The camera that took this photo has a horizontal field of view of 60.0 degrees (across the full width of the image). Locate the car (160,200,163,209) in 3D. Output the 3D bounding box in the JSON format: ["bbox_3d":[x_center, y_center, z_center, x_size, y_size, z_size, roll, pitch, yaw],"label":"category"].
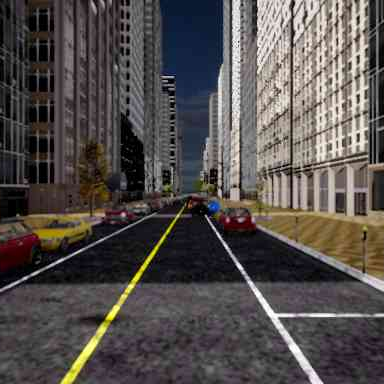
[{"bbox_3d":[-5.716,1.996,48.602,1.887,1.381,4.507,-1,-1,0],"label":"car"}]

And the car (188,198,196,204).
[{"bbox_3d":[-0.032,2.251,85.456,2.128,1.511,4.902,0,-1,0],"label":"car"}]

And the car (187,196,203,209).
[{"bbox_3d":[0.807,1.643,45.285,2.150,2.045,5.566,0,-1,-1],"label":"car"}]

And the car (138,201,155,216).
[{"bbox_3d":[-5.712,1.896,37.235,2.008,1.369,4.403,-1,-1,0],"label":"car"}]

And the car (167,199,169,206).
[{"bbox_3d":[-5.720,2.138,59.968,1.802,1.307,4.206,-1,-1,0],"label":"car"}]

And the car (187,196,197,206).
[{"bbox_3d":[-0.027,1.814,70.489,2.150,2.045,5.566,0,-1,0],"label":"car"}]

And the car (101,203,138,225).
[{"bbox_3d":[-5.709,1.681,25.870,1.967,1.590,4.097,-1,-1,0],"label":"car"}]

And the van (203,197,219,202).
[{"bbox_3d":[2.665,1.739,42.924,1.690,1.788,3.998,-1,-1,0],"label":"van"}]

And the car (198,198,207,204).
[{"bbox_3d":[2.652,2.316,82.705,2.008,1.369,4.403,-1,-1,0],"label":"car"}]

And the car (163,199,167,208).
[{"bbox_3d":[-5.719,2.054,54.285,2.008,1.369,4.403,-1,-1,0],"label":"car"}]

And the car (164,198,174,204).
[{"bbox_3d":[-5.729,2.317,82.702,2.008,1.369,4.403,-1,-1,0],"label":"car"}]

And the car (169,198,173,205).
[{"bbox_3d":[-5.725,2.212,71.336,2.008,1.369,4.403,-1,-1,0],"label":"car"}]

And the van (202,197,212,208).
[{"bbox_3d":[2.658,1.897,59.974,1.690,1.788,3.998,-1,-1,0],"label":"van"}]

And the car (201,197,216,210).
[{"bbox_3d":[2.660,1.818,54.291,2.192,1.841,5.009,-1,-1,0],"label":"car"}]

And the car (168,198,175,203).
[{"bbox_3d":[-5.733,2.452,94.069,1.802,1.307,4.206,-1,-1,0],"label":"car"}]

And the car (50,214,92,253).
[{"bbox_3d":[-5.703,1.659,14.332,1.752,1.417,4.829,-1,-1,0],"label":"car"}]

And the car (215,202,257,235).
[{"bbox_3d":[2.674,1.628,20.189,1.967,1.590,4.097,-1,-1,0],"label":"car"}]

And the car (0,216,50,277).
[{"bbox_3d":[-5.702,1.523,8.819,1.967,1.590,4.097,-1,-1,0],"label":"car"}]

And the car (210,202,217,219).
[{"bbox_3d":[2.673,1.767,26.042,1.752,1.417,4.829,-1,-1,0],"label":"car"}]

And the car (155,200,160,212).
[{"bbox_3d":[-5.714,1.964,42.918,1.947,1.339,4.313,-1,-1,0],"label":"car"}]

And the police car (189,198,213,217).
[{"bbox_3d":[0.886,1.754,35.378,1.930,1.638,5.238,0,-1,0],"label":"police car"}]

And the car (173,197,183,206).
[{"bbox_3d":[-3.028,2.211,71.768,1.994,1.385,4.181,0,-1,0],"label":"car"}]
